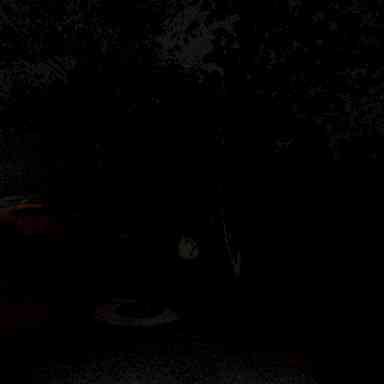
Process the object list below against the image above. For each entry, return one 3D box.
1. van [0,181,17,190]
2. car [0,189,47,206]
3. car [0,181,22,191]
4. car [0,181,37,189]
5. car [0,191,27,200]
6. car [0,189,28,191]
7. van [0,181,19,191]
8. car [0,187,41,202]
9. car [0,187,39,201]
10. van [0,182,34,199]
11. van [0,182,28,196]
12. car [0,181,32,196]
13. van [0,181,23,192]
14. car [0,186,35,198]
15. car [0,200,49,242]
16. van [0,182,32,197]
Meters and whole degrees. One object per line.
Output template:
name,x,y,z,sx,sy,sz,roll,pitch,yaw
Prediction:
van,-43.278,-1.553,77.365,4.442,1.987,1.878,1,1,-30
car,-16.645,0.521,31.870,4.792,1.488,2.163,1,2,-30
car,-39.012,-1.300,70.228,5.566,2.045,2.435,1,1,-30
car,-15.193,0.358,29.500,5.566,2.045,2.435,1,2,-30
car,-8.287,1.060,17.659,4.553,1.767,2.185,1,2,-30
car,-12.598,0.835,24.618,5.366,1.575,1.946,1,2,-30
van,-40.283,-1.365,72.693,4.442,1.987,1.878,1,1,-30
car,-19.447,0.293,36.788,4.792,1.488,2.163,1,2,-30
car,-20.776,0.193,39.067,4.792,1.488,2.163,1,1,-30
van,-22.272,-0.162,41.368,4.442,1.987,1.878,1,2,-31
van,-26.472,-0.442,48.551,4.442,1.987,1.878,1,1,-30
car,-27.789,-0.558,50.987,5.566,2.045,2.435,1,1,-30
van,-34.703,-0.996,63.127,4.442,1.987,1.878,1,1,-30
car,-23.584,-0.030,43.835,5.008,1.535,2.097,1,1,-30
car,-6.928,1.301,15.252,5.008,1.535,2.097,1,2,-30
van,-24.876,-0.346,46.277,4.442,1.987,1.878,1,1,-30
